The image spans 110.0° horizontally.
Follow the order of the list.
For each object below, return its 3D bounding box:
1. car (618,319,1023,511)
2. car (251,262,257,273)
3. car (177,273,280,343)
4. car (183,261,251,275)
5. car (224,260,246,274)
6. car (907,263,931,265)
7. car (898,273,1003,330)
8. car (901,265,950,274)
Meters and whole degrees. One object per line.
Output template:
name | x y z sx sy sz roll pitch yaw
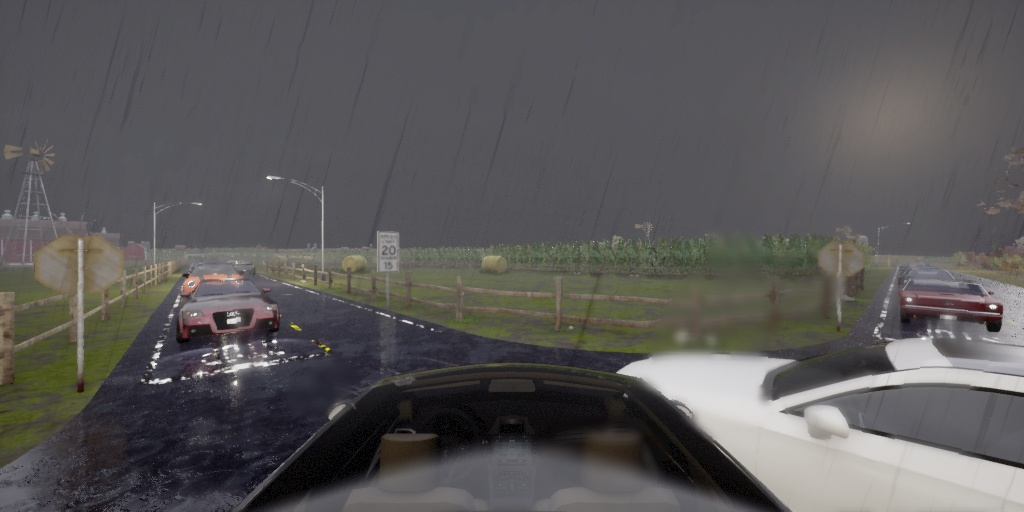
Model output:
car | 2.850 1.293 2.293 1.812 1.442 4.674 0 1 -44
car | -26.788 1.268 35.755 2.128 1.511 4.902 0 0 -41
car | -7.888 1.351 9.939 1.994 1.385 4.181 0 0 -42
car | -13.628 1.134 16.454 2.097 1.767 4.553 0 0 -41
car | -33.468 1.286 43.250 1.837 1.490 4.892 0 0 -41
car | 27.480 1.384 24.039 4.181 1.385 1.994 0 1 -43
car | 13.578 1.391 11.297 4.718 1.301 1.895 0 1 -43
car | 20.691 1.351 17.821 5.357 1.411 2.033 0 1 -42
